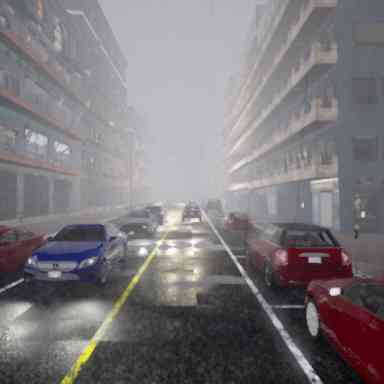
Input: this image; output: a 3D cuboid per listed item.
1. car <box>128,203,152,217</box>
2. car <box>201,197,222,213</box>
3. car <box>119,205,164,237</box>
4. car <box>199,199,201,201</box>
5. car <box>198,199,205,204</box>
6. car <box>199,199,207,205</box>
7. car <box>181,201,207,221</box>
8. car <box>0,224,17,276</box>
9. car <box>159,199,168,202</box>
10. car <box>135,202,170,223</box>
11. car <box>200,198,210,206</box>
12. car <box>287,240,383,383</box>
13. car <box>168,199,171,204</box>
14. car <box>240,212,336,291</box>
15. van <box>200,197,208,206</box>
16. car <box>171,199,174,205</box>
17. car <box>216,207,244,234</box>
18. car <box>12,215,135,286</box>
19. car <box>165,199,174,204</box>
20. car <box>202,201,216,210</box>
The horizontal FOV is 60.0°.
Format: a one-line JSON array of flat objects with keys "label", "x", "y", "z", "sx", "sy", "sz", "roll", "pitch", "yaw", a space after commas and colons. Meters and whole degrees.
[{"label": "car", "x": -5.699, "y": 1.931, "z": 36.876, "sx": 2.008, "sy": 1.369, "sz": 4.403, "roll": 1, "pitch": -1, "yaw": 0}, {"label": "car", "x": 2.682, "y": 1.752, "z": 42.392, "sx": 2.192, "sy": 1.841, "sz": 5.009, "roll": 1, "pitch": -1, "yaw": 0}, {"label": "car", "x": -3.103, "y": 1.752, "z": 19.840, "sx": 2.033, "sy": 1.411, "sz": 5.357, "roll": 0, "pitch": -1, "yaw": 0}, {"label": "car", "x": 0.038, "y": 2.005, "z": 46.531, "sx": 1.812, "sy": 1.442, "sz": 4.674, "roll": 0, "pitch": 0, "yaw": 0}, {"label": "car", "x": 2.657, "y": 2.529, "z": 92.097, "sx": 1.947, "sy": 1.339, "sz": 4.313, "roll": 0, "pitch": -1, "yaw": 0}, {"label": "car", "x": 2.663, "y": 2.389, "z": 81.050, "sx": 1.887, "sy": 1.381, "sz": 4.507, "roll": 0, "pitch": -1, "yaw": 0}, {"label": "car", "x": -0.002, "y": 1.859, "z": 30.320, "sx": 2.033, "sy": 1.411, "sz": 5.357, "roll": 0, "pitch": -1, "yaw": 0}, {"label": "car", "x": -5.687, "y": 1.641, "z": 9.260, "sx": 1.887, "sy": 1.381, "sz": 4.507, "roll": 1, "pitch": -1, "yaw": 0}, {"label": "car", "x": -5.708, "y": 2.134, "z": 58.797, "sx": 1.752, "sy": 1.417, "sz": 4.829, "roll": 1, "pitch": -1, "yaw": 0}, {"label": "car", "x": -3.012, "y": 1.795, "z": 25.964, "sx": 1.837, "sy": 1.490, "sz": 4.892, "roll": 0, "pitch": -1, "yaw": 0}, {"label": "car", "x": 2.668, "y": 2.166, "z": 70.005, "sx": 1.967, "sy": 1.590, "sz": 4.097, "roll": 1, "pitch": -1, "yaw": 0}, {"label": "car", "x": 2.697, "y": 1.584, "z": 3.726, "sx": 1.887, "sy": 1.381, "sz": 4.507, "roll": 1, "pitch": -1, "yaw": 0}, {"label": "car", "x": -5.711, "y": 2.219, "z": 64.491, "sx": 2.008, "sy": 1.369, "sz": 4.403, "roll": 1, "pitch": -1, "yaw": 0}, {"label": "car", "x": 2.695, "y": 1.536, "z": 9.251, "sx": 1.967, "sy": 1.590, "sz": 4.097, "roll": 1, "pitch": -1, "yaw": 0}, {"label": "van", "x": 2.667, "y": 2.126, "z": 75.530, "sx": 1.690, "sy": 1.788, "sz": 3.998, "roll": 0, "pitch": -1, "yaw": 0}, {"label": "car", "x": -5.719, "y": 2.395, "z": 81.060, "sx": 2.008, "sy": 1.369, "sz": 4.403, "roll": 1, "pitch": -1, "yaw": 0}, {"label": "car", "x": 2.689, "y": 1.790, "z": 20.295, "sx": 1.802, "sy": 1.307, "sz": 4.206, "roll": 1, "pitch": -1, "yaw": 0}, {"label": "car", "x": -3.095, "y": 1.628, "z": 9.834, "sx": 1.812, "sy": 1.442, "sz": 4.674, "roll": 0, "pitch": -1, "yaw": 0}, {"label": "car", "x": -5.721, "y": 2.455, "z": 86.584, "sx": 2.008, "sy": 1.369, "sz": 4.403, "roll": 1, "pitch": -1, "yaw": 0}, {"label": "car", "x": 2.675, "y": 2.118, "z": 53.434, "sx": 1.947, "sy": 1.339, "sz": 4.313, "roll": 1, "pitch": -1, "yaw": 0}]
